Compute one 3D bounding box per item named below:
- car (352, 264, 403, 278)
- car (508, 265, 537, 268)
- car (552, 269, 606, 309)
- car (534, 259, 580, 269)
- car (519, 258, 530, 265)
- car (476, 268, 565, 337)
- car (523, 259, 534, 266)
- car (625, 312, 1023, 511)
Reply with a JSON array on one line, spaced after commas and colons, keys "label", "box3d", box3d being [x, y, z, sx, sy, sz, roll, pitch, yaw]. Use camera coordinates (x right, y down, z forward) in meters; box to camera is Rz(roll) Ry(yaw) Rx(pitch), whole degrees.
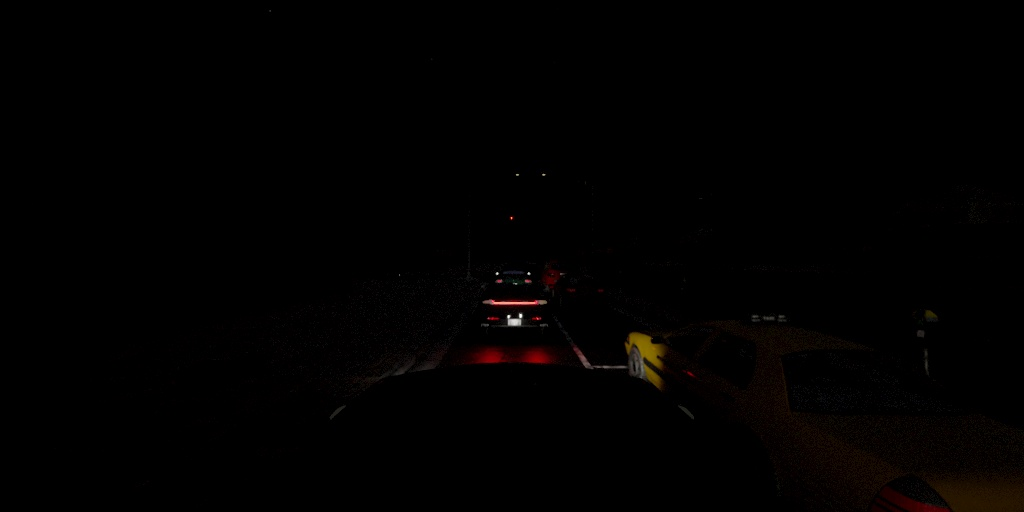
[{"label": "car", "box3d": [-12.167, 1.394, 31.776, 4.718, 1.301, 1.895, 0, -1, 0]}, {"label": "car", "box3d": [0.060, 1.354, 19.302, 1.994, 1.385, 4.181, 0, 0, -1]}, {"label": "car", "box3d": [2.662, 1.360, 14.732, 1.802, 1.307, 4.207, 0, 0, 0]}, {"label": "car", "box3d": [2.671, 1.108, 20.181, 2.192, 1.841, 5.009, 0, 0, 0]}, {"label": "car", "box3d": [2.747, 1.506, 62.921, 1.888, 1.381, 4.507, 0, 0, 0]}, {"label": "car", "box3d": [0.080, 1.259, 10.357, 2.128, 1.511, 4.902, 0, 0, 1]}, {"label": "car", "box3d": [2.718, 1.431, 46.610, 1.888, 1.381, 4.507, 0, 0, 0]}, {"label": "car", "box3d": [2.643, 1.279, 4.004, 1.751, 1.417, 4.829, 0, 0, 0]}]
